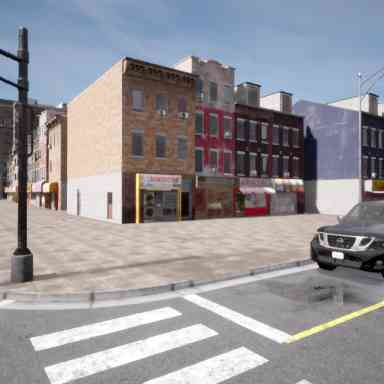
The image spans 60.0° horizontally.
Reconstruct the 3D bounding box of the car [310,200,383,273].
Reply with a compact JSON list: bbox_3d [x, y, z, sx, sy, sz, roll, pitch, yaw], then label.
[{"bbox_3d":[5.960,1.266,10.022,5.566,2.045,2.150,0,-1,-35],"label":"car"}]

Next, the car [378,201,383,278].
[{"bbox_3d":[6.361,1.243,6.819,5.566,2.045,2.150,0,0,-35],"label":"car"}]
